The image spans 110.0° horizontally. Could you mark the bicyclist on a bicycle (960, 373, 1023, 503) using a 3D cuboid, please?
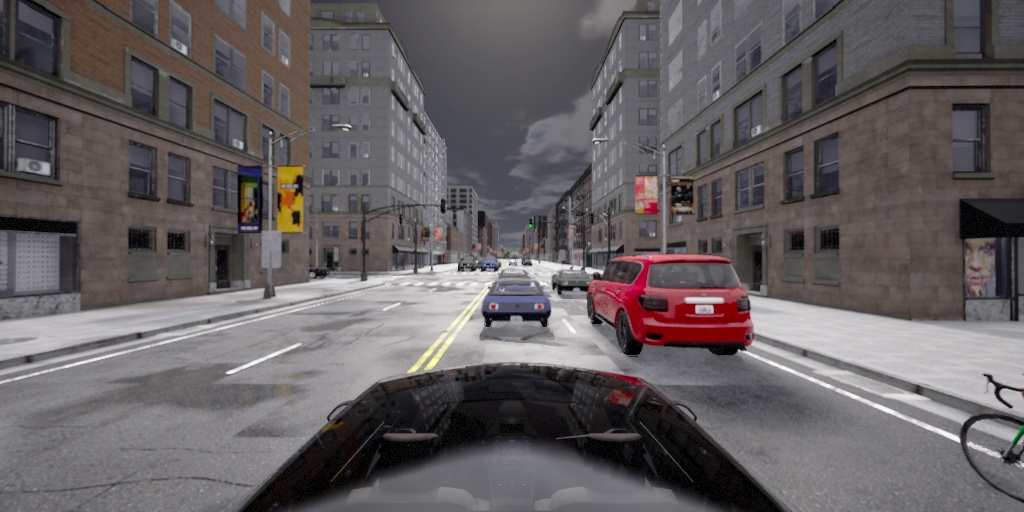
[{"bbox_3d":[4.147,1.206,2.504,0.582,1.620,1.656,0,-1,0],"label":"bicyclist on a bicycle"}]

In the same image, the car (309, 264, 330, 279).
[{"bbox_3d":[-19.774,1.321,33.610,5.008,1.535,1.882,0,0,1],"label":"car"}]

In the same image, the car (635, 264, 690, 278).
[{"bbox_3d":[15.157,1.531,36.318,4.718,1.301,1.895,0,0,0],"label":"car"}]

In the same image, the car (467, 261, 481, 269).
[{"bbox_3d":[-6.406,1.539,61.284,1.994,1.385,4.181,0,0,0],"label":"car"}]

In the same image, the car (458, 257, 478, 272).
[{"bbox_3d":[-6.448,1.162,51.879,2.150,2.045,5.566,0,0,0],"label":"car"}]

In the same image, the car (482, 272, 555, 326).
[{"bbox_3d":[0.127,1.387,11.745,1.895,1.301,4.718,0,0,0],"label":"car"}]

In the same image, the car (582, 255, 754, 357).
[{"bbox_3d":[3.348,0.999,8.793,2.150,2.045,5.566,0,0,1],"label":"car"}]

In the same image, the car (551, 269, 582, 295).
[{"bbox_3d":[3.334,1.420,20.498,1.895,1.301,4.718,0,0,1],"label":"car"}]

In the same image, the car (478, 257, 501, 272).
[{"bbox_3d":[-3.173,1.161,51.583,2.150,2.045,5.566,0,0,2],"label":"car"}]

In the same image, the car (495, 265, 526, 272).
[{"bbox_3d":[0.051,1.427,22.311,1.895,1.301,4.718,0,0,-2],"label":"car"}]
